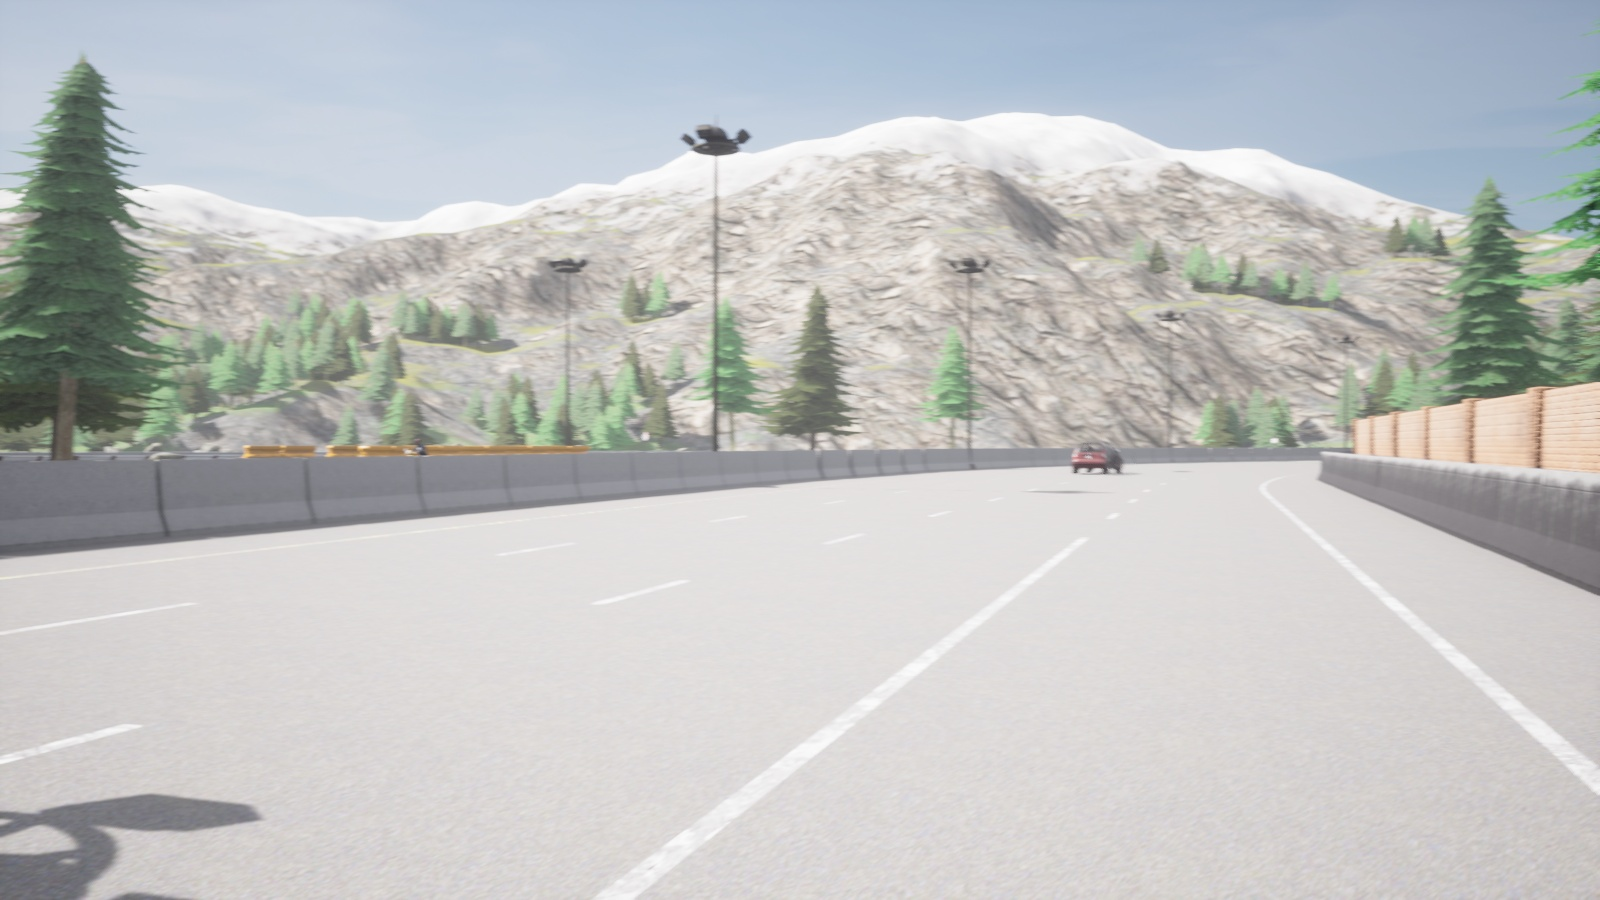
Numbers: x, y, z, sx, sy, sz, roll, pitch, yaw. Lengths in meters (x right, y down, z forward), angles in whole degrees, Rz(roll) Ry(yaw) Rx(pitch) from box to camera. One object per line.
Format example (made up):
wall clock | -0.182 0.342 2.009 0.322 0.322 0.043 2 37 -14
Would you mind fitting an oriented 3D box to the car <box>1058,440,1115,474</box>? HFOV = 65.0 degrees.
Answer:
car | 14.296 0.338 62.502 1.851 1.617 3.988 0 0 27
